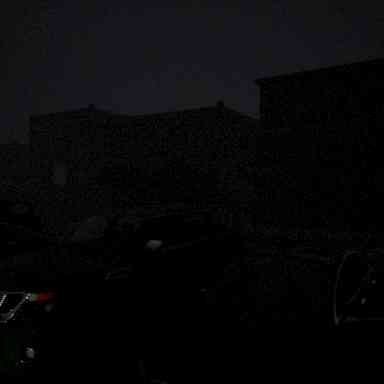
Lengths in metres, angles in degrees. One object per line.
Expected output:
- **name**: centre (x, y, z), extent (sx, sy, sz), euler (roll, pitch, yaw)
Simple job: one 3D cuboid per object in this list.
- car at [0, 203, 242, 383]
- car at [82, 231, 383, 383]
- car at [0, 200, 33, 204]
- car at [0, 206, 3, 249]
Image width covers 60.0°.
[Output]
- **car**: centre (-0.975, 1.255, 6.053), extent (2.435, 2.045, 5.566), euler (-1, 0, 35)
- **car**: centre (1.329, 1.489, 4.457), extent (2.231, 1.521, 4.892), euler (0, 0, 35)
- **car**: centre (-7.830, 1.333, 10.925), extent (2.435, 2.045, 5.566), euler (-1, 0, 35)
- **car**: centre (-10.078, 1.489, 12.594), extent (2.185, 1.767, 4.553), euler (-1, 0, 35)
